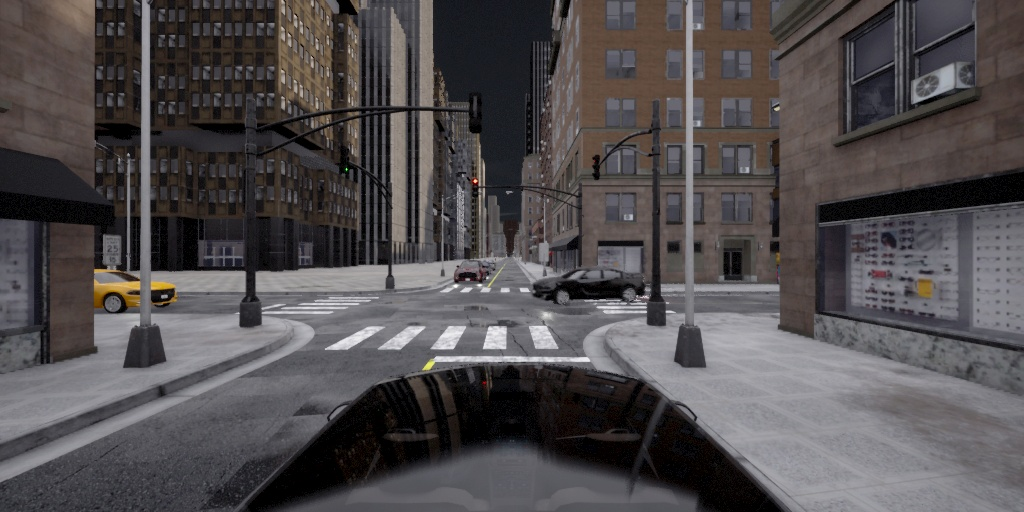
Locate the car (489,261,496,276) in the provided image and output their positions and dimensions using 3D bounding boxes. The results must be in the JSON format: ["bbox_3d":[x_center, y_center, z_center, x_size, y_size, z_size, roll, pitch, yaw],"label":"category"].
[{"bbox_3d":[-3.171,1.299,38.087,2.033,1.411,5.357,0,0,0],"label":"car"}]

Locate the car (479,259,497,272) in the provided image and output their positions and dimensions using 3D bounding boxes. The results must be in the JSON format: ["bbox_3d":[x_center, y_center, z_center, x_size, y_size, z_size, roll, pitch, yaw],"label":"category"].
[{"bbox_3d":[-3.183,1.243,48.505,2.128,1.511,4.902,0,0,0],"label":"car"}]

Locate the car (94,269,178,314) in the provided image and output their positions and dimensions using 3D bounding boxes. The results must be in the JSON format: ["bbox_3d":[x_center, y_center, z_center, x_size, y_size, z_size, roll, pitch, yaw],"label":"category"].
[{"bbox_3d":[-15.368,1.232,13.261,5.008,1.535,1.882,0,0,0],"label":"car"}]

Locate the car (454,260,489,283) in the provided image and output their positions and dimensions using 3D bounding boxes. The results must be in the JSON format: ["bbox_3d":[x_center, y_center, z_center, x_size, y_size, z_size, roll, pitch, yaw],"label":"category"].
[{"bbox_3d":[-3.156,1.103,27.828,2.097,1.767,4.553,0,0,0],"label":"car"}]

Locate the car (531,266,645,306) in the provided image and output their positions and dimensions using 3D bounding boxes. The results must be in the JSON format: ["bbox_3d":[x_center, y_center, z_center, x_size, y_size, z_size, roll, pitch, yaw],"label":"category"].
[{"bbox_3d":[3.316,1.229,15.696,5.008,1.535,1.882,0,0,-16],"label":"car"}]
